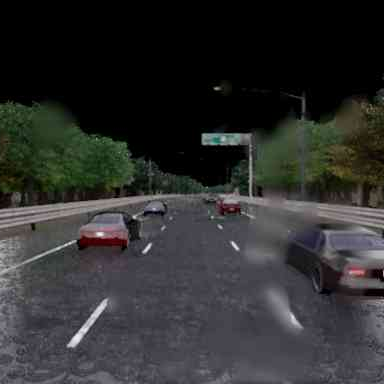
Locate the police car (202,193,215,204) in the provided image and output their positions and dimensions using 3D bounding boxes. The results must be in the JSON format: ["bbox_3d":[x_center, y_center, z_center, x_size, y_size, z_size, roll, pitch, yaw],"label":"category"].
[{"bbox_3d":[3.529,1.394,62.352,2.038,1.542,4.974,0,0,0],"label":"police car"}]

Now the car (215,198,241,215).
[{"bbox_3d":[3.617,1.393,32.553,1.882,1.535,5.008,0,0,0],"label":"car"}]

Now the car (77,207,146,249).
[{"bbox_3d":[-3.391,1.521,14.279,1.994,1.385,4.181,0,0,0],"label":"car"}]

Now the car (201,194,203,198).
[{"bbox_3d":[3.557,1.453,73.293,2.033,1.411,5.357,0,0,0],"label":"car"}]

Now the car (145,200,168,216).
[{"bbox_3d":[-3.385,1.481,31.693,1.994,1.385,4.181,0,0,0],"label":"car"}]

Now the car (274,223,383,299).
[{"bbox_3d":[3.605,1.521,8.552,2.033,1.411,5.357,0,0,0],"label":"car"}]
